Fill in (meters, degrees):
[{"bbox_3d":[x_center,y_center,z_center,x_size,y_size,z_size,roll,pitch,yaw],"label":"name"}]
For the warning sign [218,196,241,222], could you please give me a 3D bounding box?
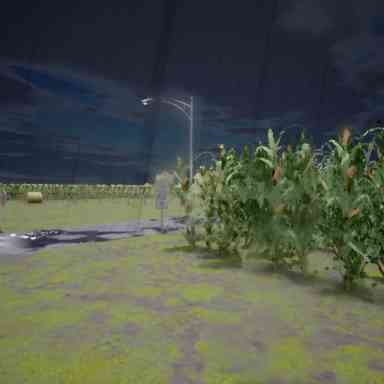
[{"bbox_3d":[2.767,1.210,24.364,1.300,1.860,1.060,1,1,34],"label":"warning sign"}]
